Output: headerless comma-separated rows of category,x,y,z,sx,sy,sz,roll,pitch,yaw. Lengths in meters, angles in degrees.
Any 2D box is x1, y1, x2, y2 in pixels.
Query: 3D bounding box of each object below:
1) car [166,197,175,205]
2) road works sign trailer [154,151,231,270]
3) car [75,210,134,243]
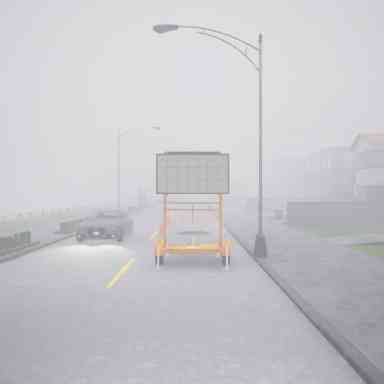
car,-3.877,1.547,58.547,2.033,1.411,5.357,0,0,0
road works sign trailer,0.022,0.464,11.029,2.380,3.560,2.880,0,0,0
car,-4.069,1.564,16.090,1.994,1.385,4.181,0,0,0
